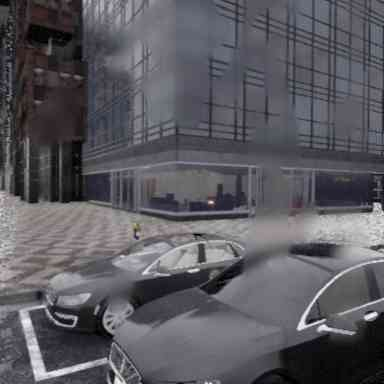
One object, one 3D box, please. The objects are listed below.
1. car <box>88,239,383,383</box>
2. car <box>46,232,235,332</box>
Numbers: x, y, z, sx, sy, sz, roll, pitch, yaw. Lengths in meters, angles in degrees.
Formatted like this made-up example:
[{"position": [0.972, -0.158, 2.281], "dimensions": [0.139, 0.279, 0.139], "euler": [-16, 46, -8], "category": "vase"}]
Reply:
[{"position": [1.435, 1.478, 4.203], "dimensions": [4.892, 1.490, 1.837], "euler": [0, 1, -31], "category": "car"}, {"position": [-0.341, 1.480, 6.244], "dimensions": [4.403, 1.369, 2.008], "euler": [0, 0, -31], "category": "car"}]
